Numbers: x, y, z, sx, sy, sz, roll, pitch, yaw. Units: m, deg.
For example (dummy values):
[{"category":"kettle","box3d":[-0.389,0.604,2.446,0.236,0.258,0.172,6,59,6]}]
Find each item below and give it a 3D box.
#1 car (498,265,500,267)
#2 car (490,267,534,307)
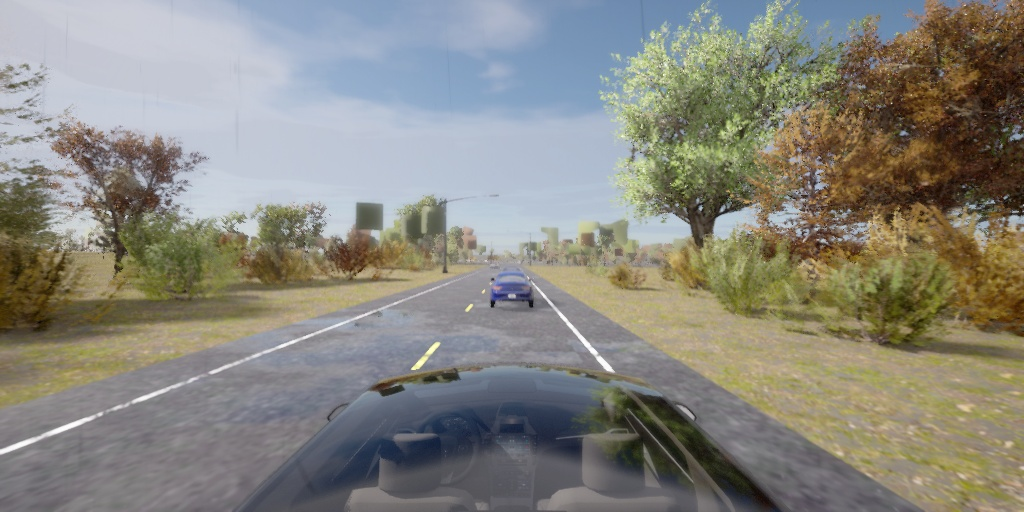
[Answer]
[{"category":"car","box3d":[-0.003,1.593,31.143,1.994,1.385,4.181,0,0,0]},{"category":"car","box3d":[0.001,1.413,16.241,1.812,1.442,4.674,0,0,0]}]
